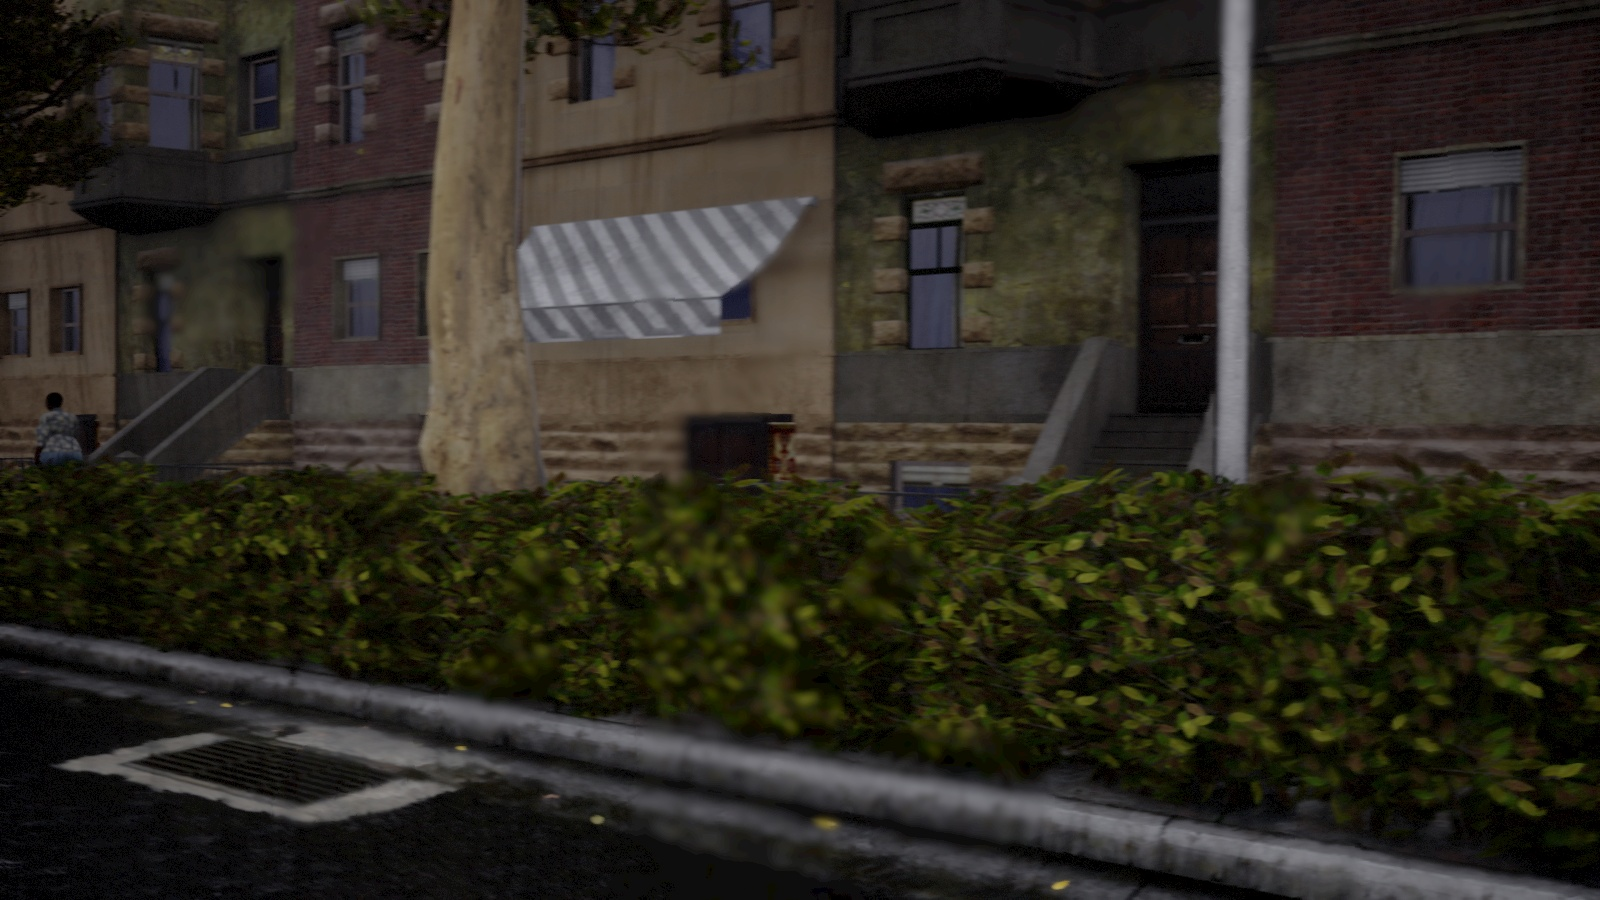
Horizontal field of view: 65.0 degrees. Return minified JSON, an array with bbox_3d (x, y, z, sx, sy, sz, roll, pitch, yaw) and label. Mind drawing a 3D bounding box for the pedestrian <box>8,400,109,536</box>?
[{"bbox_3d":[-10.409,0.239,17.642,0.900,1.855,0.874,0,1,32],"label":"pedestrian"}]
